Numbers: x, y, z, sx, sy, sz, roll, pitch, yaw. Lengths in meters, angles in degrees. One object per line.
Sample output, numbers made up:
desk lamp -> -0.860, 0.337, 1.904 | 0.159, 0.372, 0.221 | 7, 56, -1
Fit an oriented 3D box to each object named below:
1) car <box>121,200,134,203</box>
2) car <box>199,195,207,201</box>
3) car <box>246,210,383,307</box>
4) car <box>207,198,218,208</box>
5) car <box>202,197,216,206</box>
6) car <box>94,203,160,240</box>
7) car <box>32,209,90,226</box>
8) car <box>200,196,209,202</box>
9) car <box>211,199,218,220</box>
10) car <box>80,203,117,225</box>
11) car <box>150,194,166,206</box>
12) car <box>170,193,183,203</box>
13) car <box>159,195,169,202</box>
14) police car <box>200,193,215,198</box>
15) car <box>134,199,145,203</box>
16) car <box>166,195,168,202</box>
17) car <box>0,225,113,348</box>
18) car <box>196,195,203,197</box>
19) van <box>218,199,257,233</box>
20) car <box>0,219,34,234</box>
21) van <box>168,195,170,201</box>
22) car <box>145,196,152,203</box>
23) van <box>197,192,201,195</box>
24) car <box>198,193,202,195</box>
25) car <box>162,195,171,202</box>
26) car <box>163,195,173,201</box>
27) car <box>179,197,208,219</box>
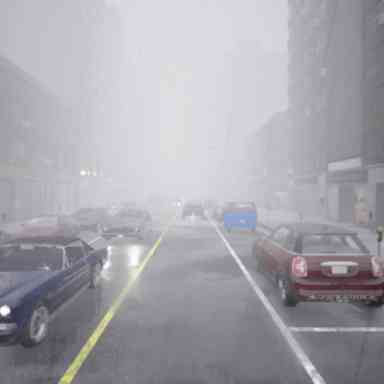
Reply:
car -> -5.856, 1.491, 24.781 | 1.752, 1.417, 4.829 | 0, 0, 0
car -> 2.674, 1.376, 81.821 | 1.752, 1.417, 4.829 | 0, 0, 0
car -> 2.668, 1.430, 7.949 | 1.967, 1.590, 4.097 | 0, 0, 0
car -> 2.670, 1.507, 30.627 | 2.008, 1.369, 4.403 | 0, 0, 0
car -> 2.672, 1.482, 53.304 | 1.947, 1.339, 4.313 | 0, 0, 0
car -> -3.089, 1.525, 17.071 | 2.033, 1.411, 5.357 | 0, 0, 0
car -> -5.857, 1.565, 13.615 | 1.802, 1.307, 4.206 | 0, 0, 0
car -> 2.674, 1.465, 70.312 | 1.802, 1.307, 4.206 | 0, 0, 0
car -> 2.669, 1.490, 25.127 | 1.752, 1.417, 4.829 | 0, 0, 0
car -> -5.857, 1.540, 19.283 | 1.947, 1.339, 4.313 | 0, 0, 0
car -> -5.854, 1.232, 53.292 | 2.192, 1.841, 5.009 | 0, 0, 0
car -> -3.008, 1.393, 65.344 | 2.128, 1.511, 4.902 | 0, 0, 0
car -> -5.852, 1.410, 70.128 | 1.752, 1.417, 4.829 | 0, 0, 0
police car -> 2.369, 1.360, 42.716 | 1.930, 1.638, 5.238 | 0, 0, 0
car -> -5.856, 1.523, 30.619 | 1.947, 1.339, 4.313 | 0, 0, 0
car -> -5.853, 1.458, 58.960 | 2.008, 1.369, 4.403 | 0, 0, 0
car -> -3.098, 1.593, 6.379 | 1.895, 1.301, 4.718 | 0, 0, 0
car -> 0.052, 1.484, 41.914 | 2.033, 1.411, 5.357 | 0, 0, 1
van -> 2.669, 1.315, 19.288 | 1.690, 1.788, 3.998 | 0, 0, 0
car -> -5.858, 1.556, 7.946 | 1.947, 1.339, 4.313 | 0, 0, 0
van -> -5.853, 1.238, 64.628 | 1.690, 1.788, 3.998 | 0, 0, 0
car -> -5.855, 1.492, 36.287 | 1.887, 1.381, 4.507 | 0, 0, 0
van -> 2.674, 1.209, 75.981 | 1.690, 1.788, 3.998 | 0, 0, 0
car -> 2.673, 1.446, 64.642 | 2.008, 1.369, 4.403 | 0, 0, 0
car -> -5.852, 1.395, 75.797 | 1.752, 1.417, 4.829 | 0, 0, 0
car -> -5.851, 1.403, 81.634 | 2.008, 1.369, 4.403 | 0, 0, 0
car -> 0.101, 1.465, 28.459 | 1.837, 1.490, 4.892 | 0, 0, 0
